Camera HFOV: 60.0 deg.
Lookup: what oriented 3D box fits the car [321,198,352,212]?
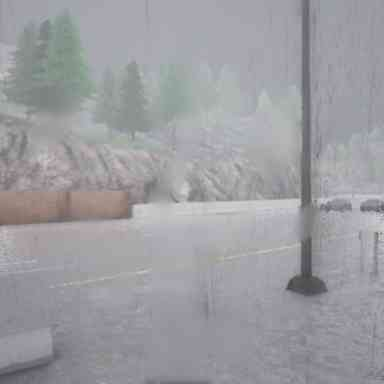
[{"bbox_3d":[16.966,1.501,38.389,1.837,1.490,4.892,0,-1,41],"label":"car"}]

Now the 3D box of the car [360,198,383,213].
[{"bbox_3d":[19.934,1.490,36.466,1.837,1.490,4.892,0,-1,41],"label":"car"}]

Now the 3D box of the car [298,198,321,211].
[{"bbox_3d":[14.781,1.529,41.188,1.812,1.442,4.674,0,0,41],"label":"car"}]
